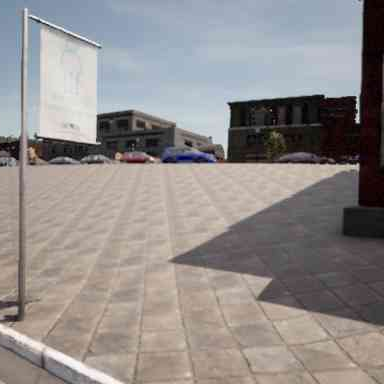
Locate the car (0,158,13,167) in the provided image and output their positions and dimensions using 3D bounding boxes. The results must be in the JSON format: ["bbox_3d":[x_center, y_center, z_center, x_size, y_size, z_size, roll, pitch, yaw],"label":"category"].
[{"bbox_3d":[-25.197,-3.899,45.700,4.553,1.767,2.185,1,1,31],"label":"car"}]

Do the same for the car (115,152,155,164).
[{"bbox_3d":[-5.430,-3.422,35.389,4.553,1.767,2.185,2,1,26],"label":"car"}]

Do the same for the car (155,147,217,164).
[{"bbox_3d":[-0.329,-3.391,33.050,5.566,2.045,2.435,2,1,25],"label":"car"}]

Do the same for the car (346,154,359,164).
[{"bbox_3d":[15.022,-2.506,26.819,4.674,1.452,2.002,2,1,21],"label":"car"}]

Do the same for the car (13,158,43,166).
[{"bbox_3d":[-20.205,-3.627,42.899,4.792,1.488,2.163,1,1,29],"label":"car"}]

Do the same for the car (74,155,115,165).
[{"bbox_3d":[-10.510,-3.430,37.833,4.892,1.521,2.231,1,1,27],"label":"car"}]

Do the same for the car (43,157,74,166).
[{"bbox_3d":[-15.342,-3.504,40.291,4.674,1.452,2.002,1,1,28],"label":"car"}]

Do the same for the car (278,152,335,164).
[{"bbox_3d":[9.851,-2.726,28.804,4.674,1.452,2.002,2,1,22],"label":"car"}]
